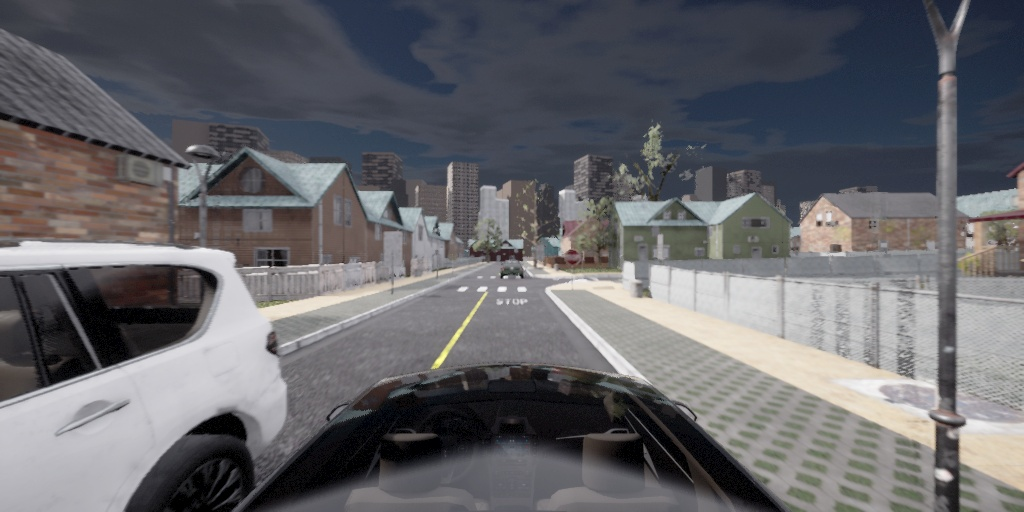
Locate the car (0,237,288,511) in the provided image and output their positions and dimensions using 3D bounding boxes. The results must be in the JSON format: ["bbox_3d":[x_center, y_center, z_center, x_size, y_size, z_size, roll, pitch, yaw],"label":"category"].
[{"bbox_3d":[-2.845,0.962,0.545,2.150,2.045,5.566,0,1,0],"label":"car"}]

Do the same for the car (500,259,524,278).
[{"bbox_3d":[0.007,1.077,32.916,2.097,1.767,4.553,0,0,0],"label":"car"}]
